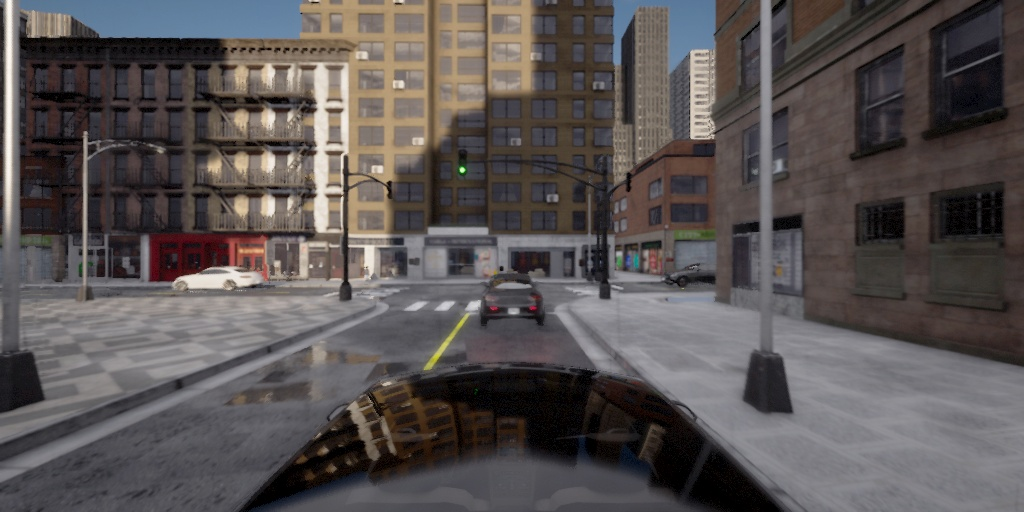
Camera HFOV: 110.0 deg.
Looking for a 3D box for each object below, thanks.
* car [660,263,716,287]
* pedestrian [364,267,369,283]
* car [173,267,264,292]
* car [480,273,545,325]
[{"bbox_3d":[11.637,1.132,22.178,4.674,1.442,1.812,-1,0,-2],"label":"car"},{"bbox_3d":[-10.142,0.948,24.955,0.375,1.860,0.375,0,0,-1],"label":"pedestrian"},{"bbox_3d":[-17.711,1.384,21.767,4.674,1.442,1.812,0,0,1],"label":"car"},{"bbox_3d":[-0.047,1.259,11.578,1.812,1.442,4.674,0,0,-2],"label":"car"}]
